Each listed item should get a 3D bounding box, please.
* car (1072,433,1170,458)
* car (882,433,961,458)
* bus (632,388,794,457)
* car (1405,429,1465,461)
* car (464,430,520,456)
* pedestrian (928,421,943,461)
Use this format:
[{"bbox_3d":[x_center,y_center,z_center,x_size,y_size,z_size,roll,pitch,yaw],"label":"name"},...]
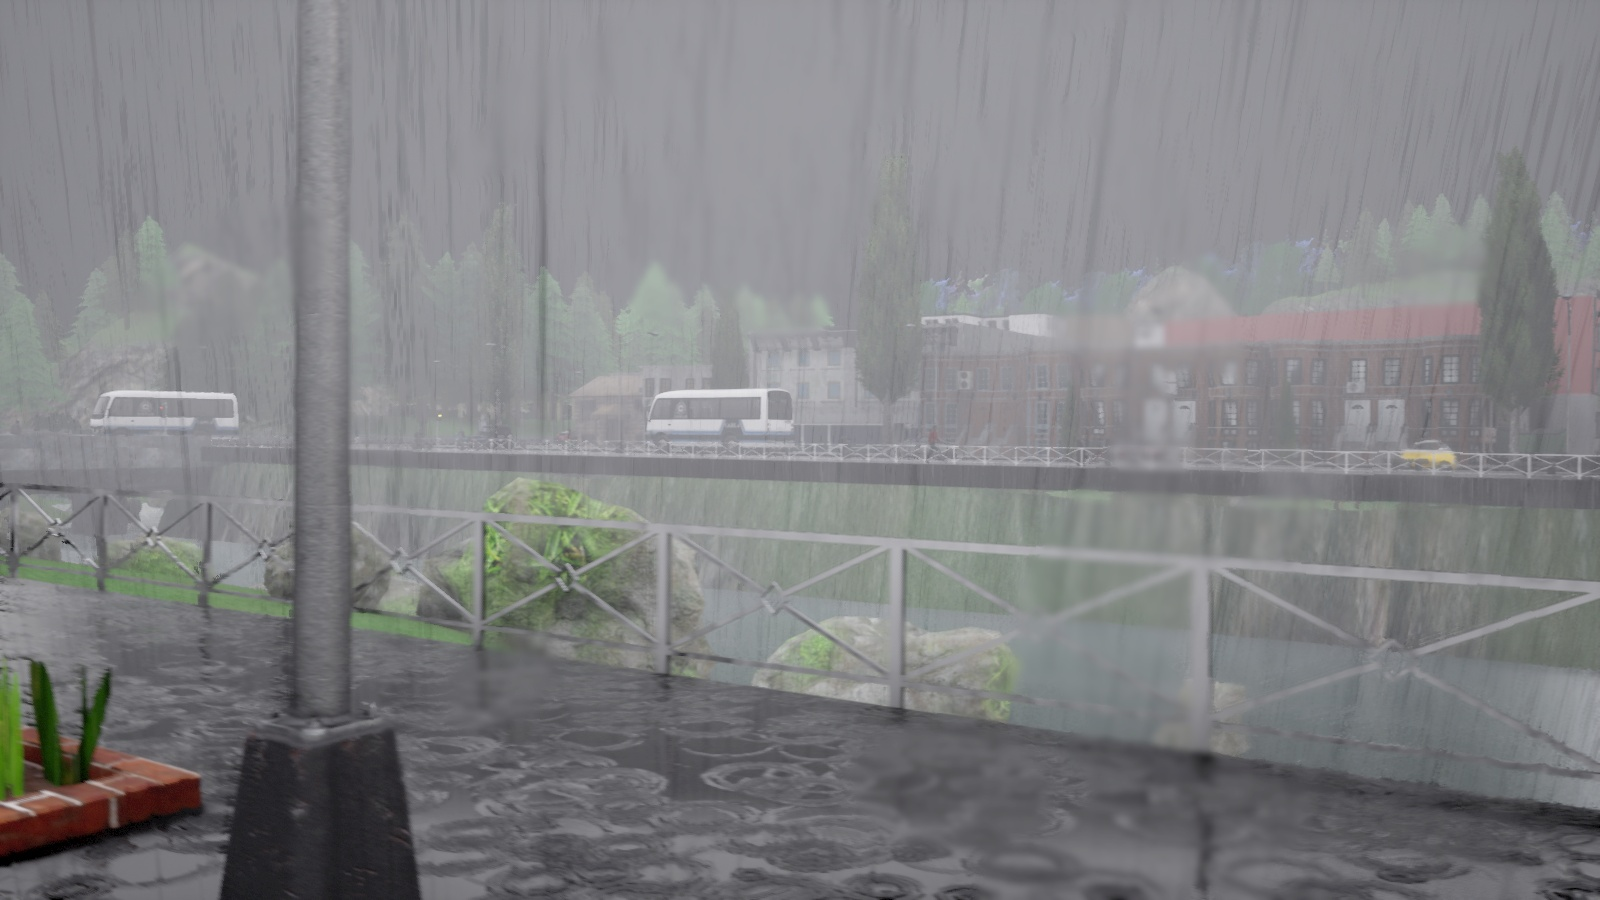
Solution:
[{"bbox_3d":[17.083,-0.236,66.902,4.718,1.301,1.895,0,1,34],"label":"car"},{"bbox_3d":[7.106,-0.273,73.526,4.181,1.385,1.994,0,1,34],"label":"car"},{"bbox_3d":[-5.752,-1.713,82.034,10.273,4.253,3.944,0,1,34],"label":"bus"},{"bbox_3d":[27.805,-0.216,54.982,2.207,1.376,1.481,0,1,34],"label":"car"},{"bbox_3d":[-22.937,-0.540,93.467,3.866,1.878,1.905,0,1,34],"label":"car"},{"bbox_3d":[6.411,-0.428,59.421,0.636,1.846,0.331,0,1,34],"label":"pedestrian"}]
